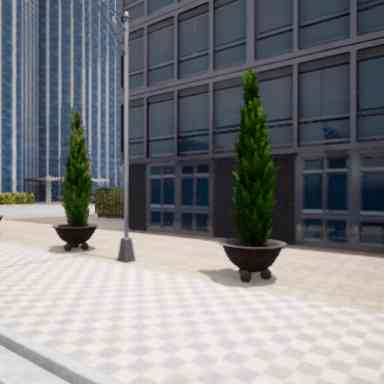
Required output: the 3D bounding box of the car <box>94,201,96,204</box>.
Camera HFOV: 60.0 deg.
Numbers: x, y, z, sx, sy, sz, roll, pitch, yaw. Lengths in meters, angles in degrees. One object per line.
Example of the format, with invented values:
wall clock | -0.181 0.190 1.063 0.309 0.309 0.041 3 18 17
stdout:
car | -17.043 1.436 55.213 1.837 1.490 4.892 0 0 35
